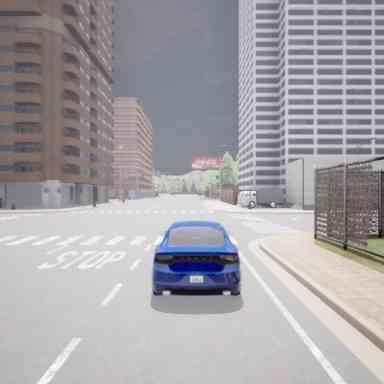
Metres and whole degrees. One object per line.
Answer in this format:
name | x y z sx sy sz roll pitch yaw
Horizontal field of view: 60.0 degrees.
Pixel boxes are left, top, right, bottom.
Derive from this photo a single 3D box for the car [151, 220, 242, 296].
car | 0.115 1.478 8.720 1.882 1.535 5.008 0 0 1
